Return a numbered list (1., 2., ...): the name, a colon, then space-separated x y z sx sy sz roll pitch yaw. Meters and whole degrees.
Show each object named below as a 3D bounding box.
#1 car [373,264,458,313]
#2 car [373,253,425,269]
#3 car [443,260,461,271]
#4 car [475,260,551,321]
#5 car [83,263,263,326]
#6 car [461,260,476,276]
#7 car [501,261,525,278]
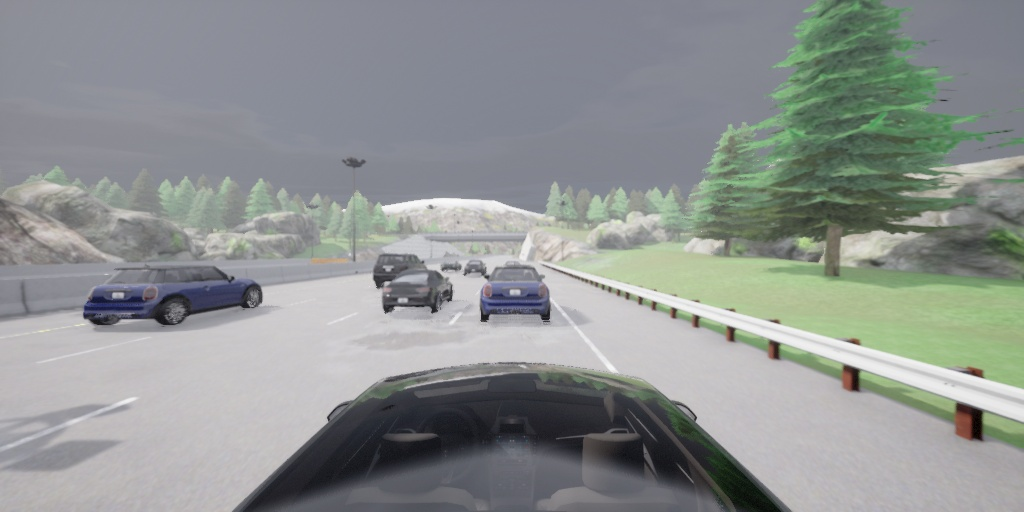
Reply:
1. car: -3.412 1.213 13.510 1.812 1.442 4.674 0 0 0
2. car: -6.923 0.859 22.752 2.150 2.045 5.566 0 0 0
3. car: -6.942 1.136 41.510 1.895 1.301 4.718 0 0 0
4. car: 0.089 1.044 12.319 2.097 1.767 4.553 0 0 0
5. car: -10.411 1.052 11.603 2.097 1.767 4.553 0 0 0
6. car: -3.448 1.100 34.188 1.812 1.442 4.674 0 0 0
7. car: 0.067 1.147 32.360 1.994 1.385 4.181 0 0 0
